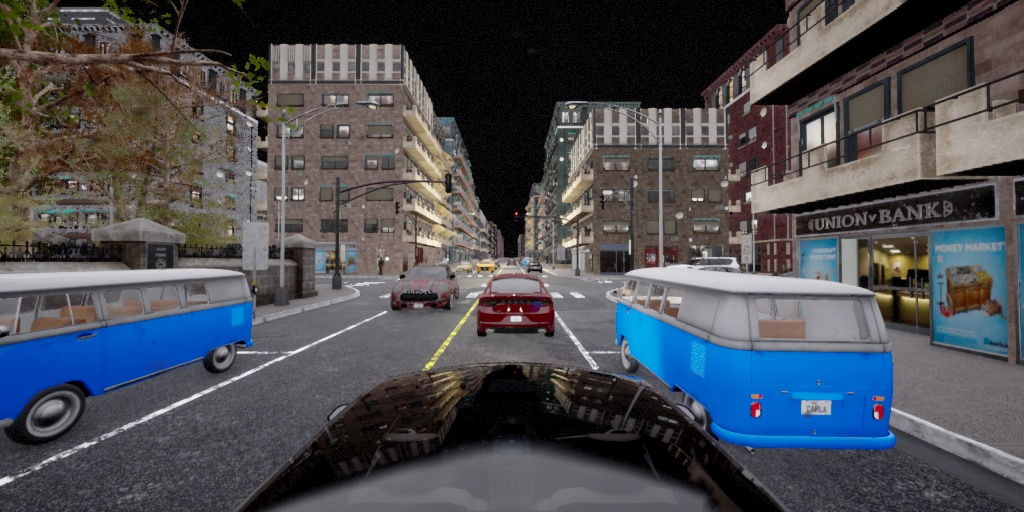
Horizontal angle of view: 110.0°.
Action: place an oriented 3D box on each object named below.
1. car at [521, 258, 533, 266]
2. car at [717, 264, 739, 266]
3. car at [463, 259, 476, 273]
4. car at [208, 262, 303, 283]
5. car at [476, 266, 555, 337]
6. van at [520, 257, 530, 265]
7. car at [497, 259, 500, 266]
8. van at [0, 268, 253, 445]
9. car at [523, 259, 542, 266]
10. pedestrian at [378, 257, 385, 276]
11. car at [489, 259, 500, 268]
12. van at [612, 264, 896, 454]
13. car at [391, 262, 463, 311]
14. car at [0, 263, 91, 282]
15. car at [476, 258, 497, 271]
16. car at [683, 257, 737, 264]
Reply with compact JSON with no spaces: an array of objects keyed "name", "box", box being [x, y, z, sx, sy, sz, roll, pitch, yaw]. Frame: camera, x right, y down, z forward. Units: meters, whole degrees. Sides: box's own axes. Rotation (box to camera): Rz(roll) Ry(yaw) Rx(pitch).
[{"name":"car","box":[2.658,1.317,48.582,2.007,1.370,4.403,0,0,0]},{"name":"car","box":[13.519,1.333,22.735,4.313,1.339,1.948,0,0,1]},{"name":"car","box":[-5.719,1.289,42.763,1.751,1.417,4.829,0,0,0]},{"name":"car","box":[-18.230,1.186,25.692,5.357,1.411,2.033,0,-1,1]},{"name":"car","box":[0.092,1.230,10.352,1.882,1.535,5.008,0,0,0]},{"name":"van","box":[2.650,1.112,59.866,1.690,1.789,3.998,0,0,0]},{"name":"car","box":[-3.134,1.316,53.588,2.033,1.411,5.357,0,0,0]},{"name":"van","box":[-5.658,1.092,4.988,1.690,1.789,3.998,0,0,0]},{"name":"car","box":[2.662,1.330,42.939,1.948,1.339,4.313,0,0,0]},{"name":"pedestrian","box":[-12.563,0.967,34.370,0.375,1.860,0.375,0,-1,1]},{"name":"car","box":[-3.106,1.299,63.727,1.812,1.442,4.674,0,0,0]},{"name":"van","box":[2.656,1.092,4.992,1.690,1.789,3.998,0,0,0]},{"name":"car","box":[-3.319,1.106,14.473,2.097,1.767,4.553,0,0,-4]},{"name":"car","box":[-33.864,1.154,25.869,4.718,1.301,1.895,0,-1,1]},{"name":"car","box":[-3.132,1.242,43.627,1.882,1.535,5.008,0,0,0]},{"name":"car","box":[15.082,1.101,28.507,5.566,2.045,2.150,0,-1,2]}]
